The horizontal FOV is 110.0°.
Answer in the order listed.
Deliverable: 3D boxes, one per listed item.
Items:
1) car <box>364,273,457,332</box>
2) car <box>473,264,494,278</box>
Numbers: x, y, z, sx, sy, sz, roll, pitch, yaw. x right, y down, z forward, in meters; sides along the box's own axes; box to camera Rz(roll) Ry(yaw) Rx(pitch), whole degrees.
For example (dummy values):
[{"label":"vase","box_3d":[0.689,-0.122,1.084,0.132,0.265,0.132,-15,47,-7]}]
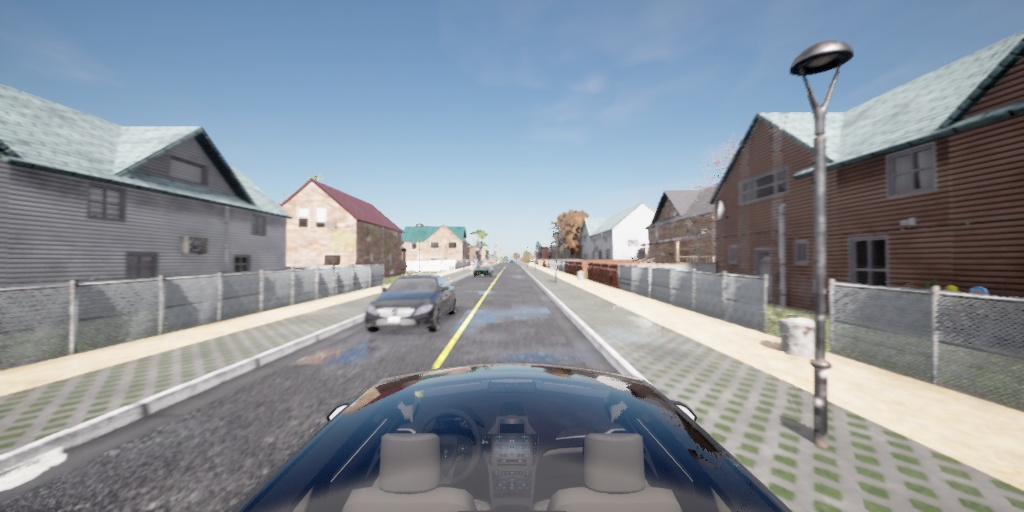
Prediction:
[{"label":"car","box_3d":[-2.841,1.285,10.993,1.812,1.442,4.674,0,0,0]},{"label":"car","box_3d":[-2.777,1.474,35.486,1.895,1.301,4.718,0,0,0]}]
